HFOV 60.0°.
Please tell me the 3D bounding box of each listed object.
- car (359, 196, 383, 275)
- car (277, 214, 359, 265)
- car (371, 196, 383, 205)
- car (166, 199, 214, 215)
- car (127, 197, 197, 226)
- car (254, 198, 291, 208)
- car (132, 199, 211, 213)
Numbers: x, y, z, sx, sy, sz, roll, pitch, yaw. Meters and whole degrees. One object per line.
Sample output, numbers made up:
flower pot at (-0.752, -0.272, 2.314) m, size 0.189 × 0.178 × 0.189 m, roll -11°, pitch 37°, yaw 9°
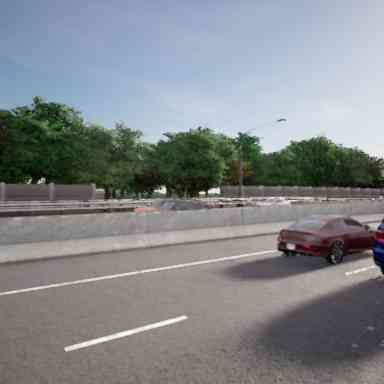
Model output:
car at (6.963, 1.191, 8.717) m, size 5.566 × 2.045 × 2.150 m, roll 0°, pitch 0°, yaw -36°
car at (4.915, 1.495, 11.554) m, size 4.674 × 1.442 × 1.812 m, roll 0°, pitch 0°, yaw -35°
car at (33.389, 1.473, 57.808) m, size 4.902 × 1.511 × 2.128 m, roll 0°, pitch 0°, yaw -35°
car at (-0.137, 1.455, 33.992) m, size 4.674 × 1.442 × 1.812 m, roll 0°, pitch 0°, yaw -35°
car at (-2.103, 1.315, 23.990) m, size 4.553 × 1.767 × 2.097 m, roll 0°, pitch 0°, yaw -35°
car at (8.833, 1.413, 36.089) m, size 4.674 × 1.442 × 1.812 m, roll 0°, pitch 0°, yaw -35°
car at (-1.099, 1.320, 20.406) m, size 4.553 × 1.767 × 2.097 m, roll 0°, pitch 0°, yaw -36°
